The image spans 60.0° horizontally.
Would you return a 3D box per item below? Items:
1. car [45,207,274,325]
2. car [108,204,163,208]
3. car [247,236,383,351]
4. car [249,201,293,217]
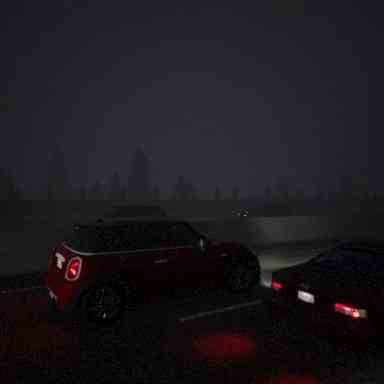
[{"bbox_3d":[-0.655,1.333,7.266,4.553,1.767,2.097,0,0,-33],"label":"car"},{"bbox_3d":[-3.026,1.315,14.249,4.553,1.767,2.097,0,0,-31],"label":"car"},{"bbox_3d":[3.781,1.541,5.999,5.357,1.411,2.033,0,0,-30],"label":"car"},{"bbox_3d":[5.859,1.485,26.818,4.892,1.490,1.837,0,0,-24],"label":"car"}]
